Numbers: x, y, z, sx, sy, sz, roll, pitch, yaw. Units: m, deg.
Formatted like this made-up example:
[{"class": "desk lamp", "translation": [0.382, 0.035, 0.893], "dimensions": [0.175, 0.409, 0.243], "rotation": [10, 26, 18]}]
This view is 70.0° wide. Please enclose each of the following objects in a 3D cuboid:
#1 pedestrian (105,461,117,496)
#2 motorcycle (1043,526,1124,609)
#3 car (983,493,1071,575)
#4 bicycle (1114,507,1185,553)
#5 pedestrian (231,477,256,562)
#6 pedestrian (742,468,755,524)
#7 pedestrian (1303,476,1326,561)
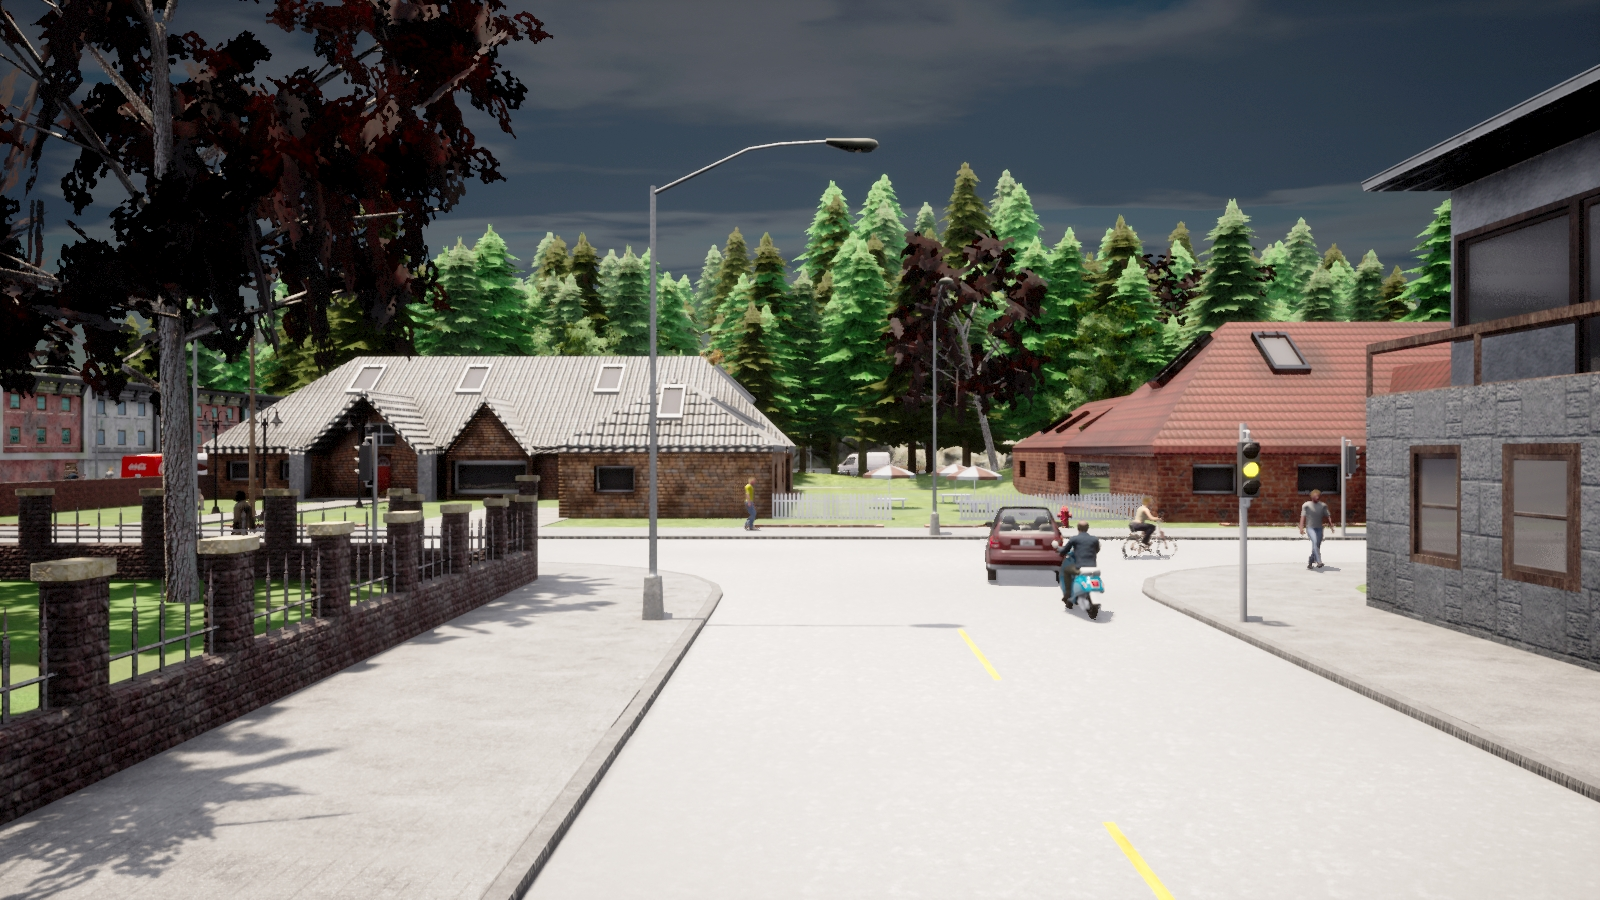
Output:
[{"class": "pedestrian", "translation": [-37.056, 1.524, 61.448], "dimensions": [0.375, 1.860, 0.375], "rotation": [0, 0, 3]}, {"class": "motorcycle", "translation": [4.803, 1.962, 19.481], "dimensions": [0.856, 1.236, 1.805], "rotation": [0, 0, -3]}, {"class": "car", "translation": [5.028, 1.805, 25.518], "dimensions": [1.789, 1.549, 3.705], "rotation": [0, 0, 10]}, {"class": "bicycle", "translation": [8.985, 2.036, 29.400], "dimensions": [1.487, 1.080, 0.859], "rotation": [0, 2, -10]}, {"class": "pedestrian", "translation": [-12.333, 1.523, 25.326], "dimensions": [0.375, 1.860, 0.375], "rotation": [0, 0, 4]}, {"class": "pedestrian", "translation": [-1.711, 1.524, 37.963], "dimensions": [0.375, 1.860, 0.375], "rotation": [0, 0, 2]}, {"class": "pedestrian", "translation": [11.464, 1.518, 25.448], "dimensions": [0.375, 1.860, 0.375], "rotation": [0, 0, 7]}]
